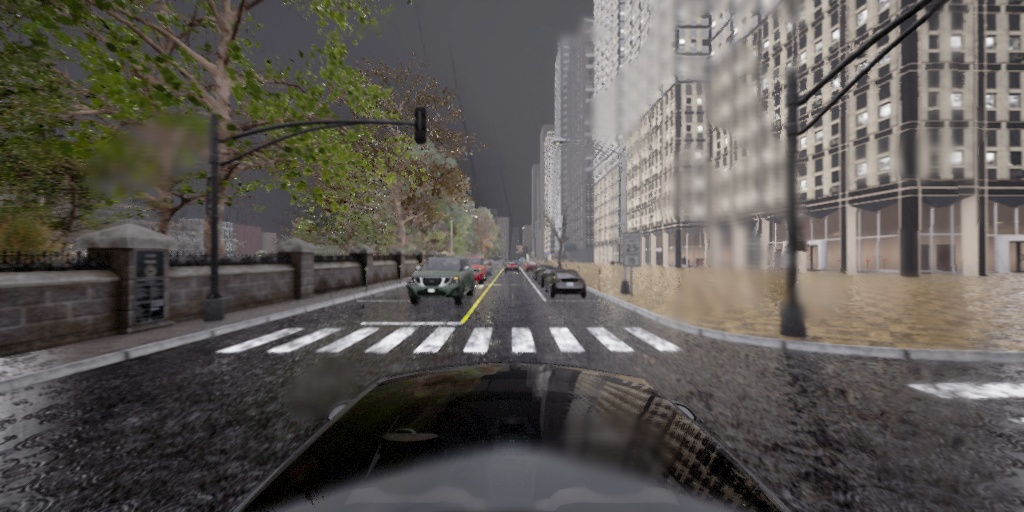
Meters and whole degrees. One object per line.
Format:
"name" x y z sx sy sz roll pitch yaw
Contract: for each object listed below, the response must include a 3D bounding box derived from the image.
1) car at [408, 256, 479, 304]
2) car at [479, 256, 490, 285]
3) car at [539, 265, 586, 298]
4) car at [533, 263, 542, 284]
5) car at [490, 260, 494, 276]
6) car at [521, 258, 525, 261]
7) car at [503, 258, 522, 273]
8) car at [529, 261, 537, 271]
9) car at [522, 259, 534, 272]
"car" -3.071 1.002 16.788 2.150 2.045 5.566 0 0 2
"car" -3.102 1.026 27.368 2.150 2.045 5.566 0 0 0
"car" 2.689 1.350 18.679 1.948 1.339 4.313 0 0 0
"car" 2.689 1.363 24.311 1.948 1.339 4.313 0 0 0
"car" -3.095 1.393 37.724 1.994 1.385 4.181 0 0 0
"car" 2.689 1.310 52.473 1.967 1.591 4.097 0 0 0
"car" -0.002 1.355 45.516 1.837 1.490 4.892 0 0 0
"car" 2.689 1.376 29.944 1.948 1.339 4.313 0 0 0
"car" 2.690 1.399 46.841 1.888 1.381 4.507 0 0 0
